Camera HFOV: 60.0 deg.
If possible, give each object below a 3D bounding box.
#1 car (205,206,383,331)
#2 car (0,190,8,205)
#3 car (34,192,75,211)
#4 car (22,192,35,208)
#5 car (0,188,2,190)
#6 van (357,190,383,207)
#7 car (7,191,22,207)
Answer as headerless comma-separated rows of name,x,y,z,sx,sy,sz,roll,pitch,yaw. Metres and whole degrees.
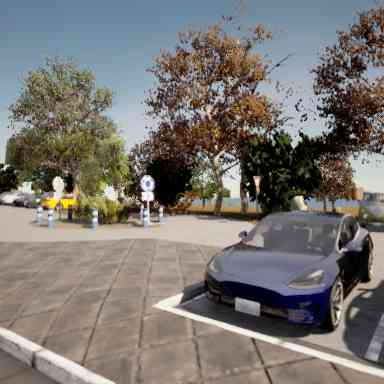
car,2.152,1.138,6.369,2.163,1.488,4.792,2,1,36
car,-18.912,0.777,37.534,2.002,1.452,4.674,2,1,36
car,-12.291,1.003,32.724,2.097,1.535,5.008,2,1,36
car,-14.508,0.788,34.378,2.185,1.767,4.553,2,1,36
car,-21.259,0.643,39.012,1.946,1.575,5.366,2,1,36
van,9.727,0.878,16.913,1.878,1.987,4.442,2,2,36
car,-16.687,0.856,35.886,2.163,1.488,4.792,2,1,36
